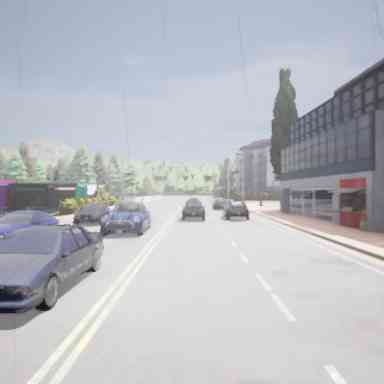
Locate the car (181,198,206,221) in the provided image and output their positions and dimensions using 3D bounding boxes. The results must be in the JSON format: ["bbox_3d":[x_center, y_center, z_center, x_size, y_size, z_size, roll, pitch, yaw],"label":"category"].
[{"bbox_3d":[0.136,1.484,27.256,2.128,1.511,4.902,0,0,1],"label":"car"}]

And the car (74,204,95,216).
[{"bbox_3d":[-6.982,1.556,24.078,1.994,1.385,4.181,0,0,2],"label":"car"}]

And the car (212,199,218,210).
[{"bbox_3d":[3.685,1.552,43.329,1.994,1.385,4.181,0,0,1],"label":"car"}]

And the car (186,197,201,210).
[{"bbox_3d":[0.182,1.493,43.017,1.837,1.490,4.892,0,0,1],"label":"car"}]

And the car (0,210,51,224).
[{"bbox_3d":[-7.053,1.521,13.875,1.812,1.442,4.674,0,0,0],"label":"car"}]

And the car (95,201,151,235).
[{"bbox_3d":[-3.534,1.347,18.480,2.097,1.767,4.553,0,0,0],"label":"car"}]

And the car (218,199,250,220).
[{"bbox_3d":[3.644,1.485,28.005,2.128,1.511,4.902,0,0,0],"label":"car"}]

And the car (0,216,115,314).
[{"bbox_3d":[-3.583,1.545,8.046,2.033,1.411,5.357,0,0,0],"label":"car"}]
